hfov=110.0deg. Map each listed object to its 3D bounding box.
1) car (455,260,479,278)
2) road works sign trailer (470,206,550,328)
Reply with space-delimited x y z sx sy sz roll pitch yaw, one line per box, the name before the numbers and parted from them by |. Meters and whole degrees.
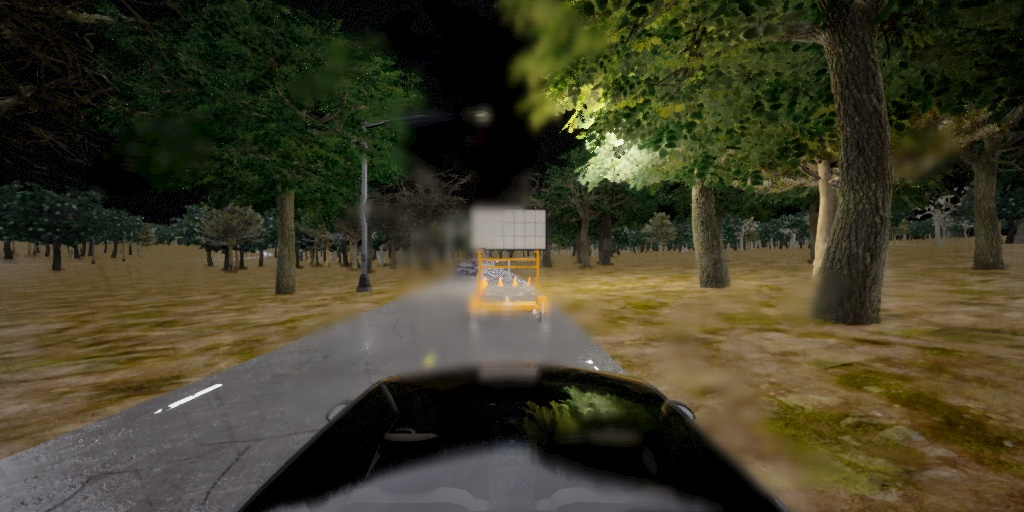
car | -4.311 1.376 34.405 1.994 1.385 4.181 0 0 -4
road works sign trailer | -0.098 0.225 11.455 2.380 3.560 2.880 0 0 -2
